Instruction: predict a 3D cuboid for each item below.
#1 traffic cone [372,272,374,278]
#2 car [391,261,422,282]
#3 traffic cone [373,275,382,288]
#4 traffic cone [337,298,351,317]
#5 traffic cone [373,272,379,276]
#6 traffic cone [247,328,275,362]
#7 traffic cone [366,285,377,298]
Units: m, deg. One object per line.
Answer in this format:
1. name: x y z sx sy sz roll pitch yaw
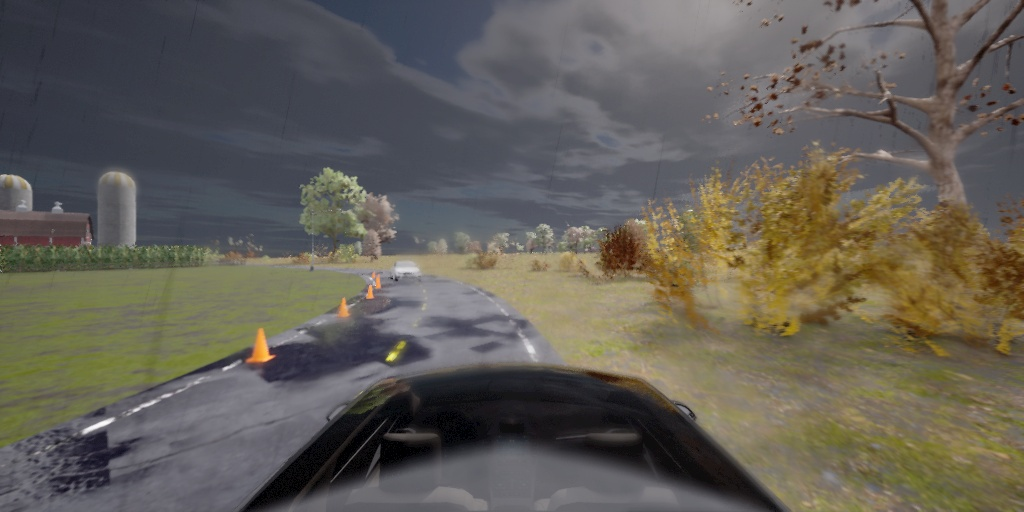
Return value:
1. traffic cone: -11.501 1.548 29.862 0.340 0.580 0.340 0 0 -27
2. car: -8.074 1.125 27.131 1.812 1.442 4.674 0 0 -24
3. traffic cone: -7.807 1.583 20.970 0.340 0.580 0.340 0 0 -18
4. traffic cone: -5.452 1.643 11.633 0.340 0.580 0.340 0 0 -10
5. traffic cone: -9.491 1.563 25.483 0.340 0.580 0.340 0 0 -23
6. traffic cone: -4.795 1.682 6.861 0.340 0.580 0.340 0 0 -6
7. traffic cone: -6.458 1.609 16.345 0.340 0.580 0.340 0 0 -14
